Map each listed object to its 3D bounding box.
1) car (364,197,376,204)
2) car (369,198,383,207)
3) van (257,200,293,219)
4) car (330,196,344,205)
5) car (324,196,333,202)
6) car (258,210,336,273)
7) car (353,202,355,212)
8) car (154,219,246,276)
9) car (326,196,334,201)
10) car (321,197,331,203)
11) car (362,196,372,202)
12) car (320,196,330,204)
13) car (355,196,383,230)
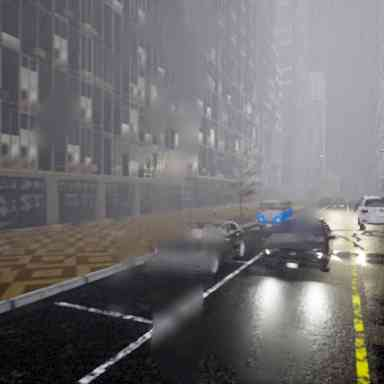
[{"bbox_3d":[36.869,1.689,68.841,1.947,1.339,4.313,0,0,25],"label":"car"},{"bbox_3d":[29.663,1.661,53.359,1.887,1.381,4.507,0,0,25],"label":"car"},{"bbox_3d":[5.254,1.375,20.772,1.690,1.788,3.998,0,0,25],"label":"van"},{"bbox_3d":[27.309,1.645,61.791,2.033,1.411,5.357,0,0,25],"label":"car"},{"bbox_3d":[34.078,1.636,82.706,1.887,1.381,4.507,0,0,25],"label":"car"},{"bbox_3d":[3.799,1.573,11.273,2.033,1.411,5.357,0,0,25],"label":"car"},{"bbox_3d":[20.028,1.615,38.835,1.812,1.442,4.674,0,-1,25],"label":"car"},{"bbox_3d":[0.449,1.560,10.450,2.008,1.369,4.403,0,0,25],"label":"car"},{"bbox_3d":[36.480,1.657,87.867,1.947,1.339,4.313,0,0,25],"label":"car"},{"bbox_3d":[29.274,1.672,72.385,1.802,1.307,4.206,0,0,25],"label":"car"},{"bbox_3d":[41.672,1.690,79.163,1.947,1.339,4.313,0,0,25],"label":"car"},{"bbox_3d":[26.872,1.633,67.222,1.887,1.381,4.507,0,0,25],"label":"car"},{"bbox_3d":[11.746,1.284,21.090,2.150,2.045,5.566,0,0,25],"label":"car"}]
